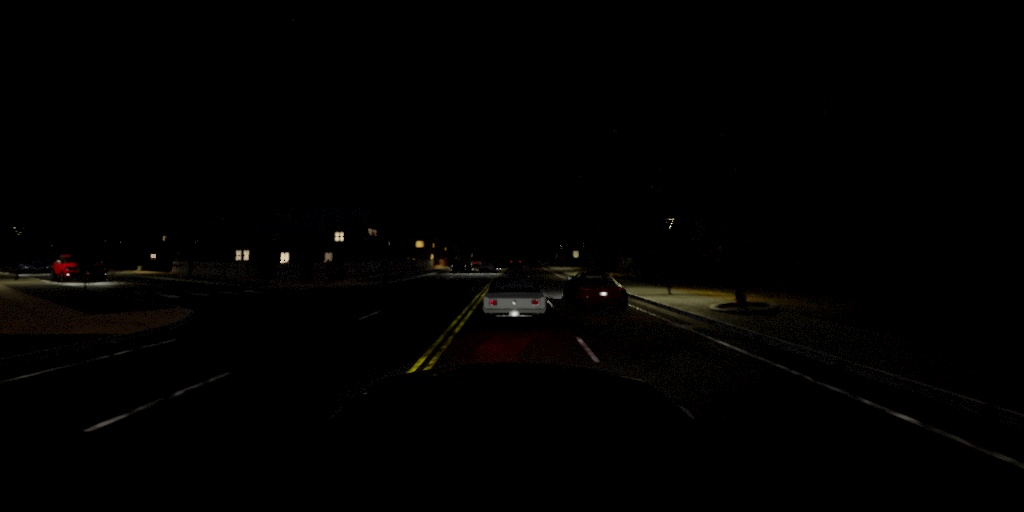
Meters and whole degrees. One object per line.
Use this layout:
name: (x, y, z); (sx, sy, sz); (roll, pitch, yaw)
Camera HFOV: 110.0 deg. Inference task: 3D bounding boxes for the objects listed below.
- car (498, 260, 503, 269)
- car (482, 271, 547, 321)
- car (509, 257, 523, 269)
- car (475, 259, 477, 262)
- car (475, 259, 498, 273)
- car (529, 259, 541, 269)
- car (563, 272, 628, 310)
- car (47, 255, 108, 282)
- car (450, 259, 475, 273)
car: (-2.560, 1.450, 62.562); (2.033, 1.411, 5.357); (0, 0, 3)
car: (0.084, 1.382, 12.563); (1.895, 1.301, 4.718); (0, 0, 0)
car: (0.700, 1.116, 61.009); (2.150, 2.045, 5.566); (0, 0, 2)
car: (-5.846, 1.256, 61.931); (2.097, 1.767, 4.553); (0, 0, 3)
car: (-3.133, 1.391, 44.960); (1.812, 1.442, 4.674); (0, 0, 1)
car: (4.043, 1.248, 62.871); (2.097, 1.767, 4.553); (0, 0, 3)
car: (3.340, 1.352, 15.036); (1.994, 1.385, 4.181); (0, 0, 0)
car: (-33.818, 0.918, 28.029); (5.566, 2.045, 2.150); (0, -1, 31)
car: (-6.375, 1.219, 45.226); (2.097, 1.767, 4.553); (0, 0, 1)
